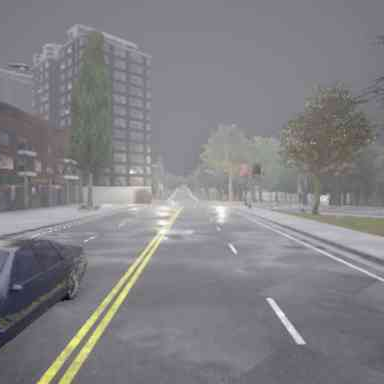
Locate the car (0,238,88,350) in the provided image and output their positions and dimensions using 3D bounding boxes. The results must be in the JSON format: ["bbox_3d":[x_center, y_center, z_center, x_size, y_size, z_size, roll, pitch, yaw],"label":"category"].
[{"bbox_3d":[-3.353,1.546,5.606,2.033,1.411,5.357,0,0,0],"label":"car"}]
